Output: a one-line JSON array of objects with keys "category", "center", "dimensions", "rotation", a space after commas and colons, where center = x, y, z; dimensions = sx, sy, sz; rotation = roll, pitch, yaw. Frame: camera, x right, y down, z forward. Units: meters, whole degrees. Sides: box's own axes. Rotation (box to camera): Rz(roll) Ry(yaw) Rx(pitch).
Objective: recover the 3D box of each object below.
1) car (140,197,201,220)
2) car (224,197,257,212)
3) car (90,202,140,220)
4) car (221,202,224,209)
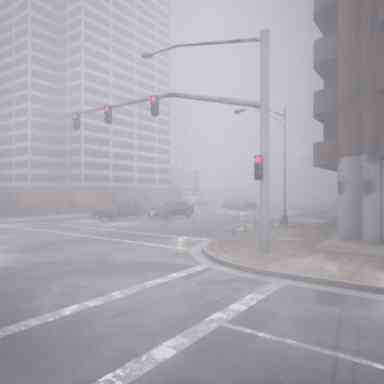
[{"category": "car", "center": [-1.700, 1.466, 27.960], "dimensions": [2.128, 1.511, 4.902], "rotation": [0, 0, 35]}, {"category": "car", "center": [5.998, 1.500, 38.818], "dimensions": [1.812, 1.442, 4.674], "rotation": [0, 0, 35]}, {"category": "car", "center": [-5.906, 1.517, 28.074], "dimensions": [2.033, 1.411, 5.357], "rotation": [0, 0, 35]}, {"category": "car", "center": [5.719, 1.475, 44.438], "dimensions": [1.837, 1.490, 4.892], "rotation": [0, 0, 36]}]
